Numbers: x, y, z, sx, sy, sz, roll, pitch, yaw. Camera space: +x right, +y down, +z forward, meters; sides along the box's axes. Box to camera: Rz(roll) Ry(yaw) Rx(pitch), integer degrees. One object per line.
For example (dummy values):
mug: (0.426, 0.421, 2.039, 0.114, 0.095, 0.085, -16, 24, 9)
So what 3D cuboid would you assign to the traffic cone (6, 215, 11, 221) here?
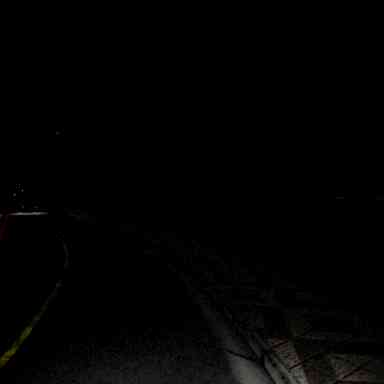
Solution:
traffic cone: (-14.066, 2.230, 25.274, 0.340, 0.580, 0.340, 0, -1, -28)

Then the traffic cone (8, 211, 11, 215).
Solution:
traffic cone: (-16.387, 2.259, 29.703, 0.340, 0.580, 0.340, 0, -1, -28)

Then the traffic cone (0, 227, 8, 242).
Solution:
traffic cone: (-9.428, 2.151, 16.414, 0.340, 0.580, 0.340, 0, -1, -28)

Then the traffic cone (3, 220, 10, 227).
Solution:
traffic cone: (-11.747, 2.192, 20.844, 0.340, 0.580, 0.340, 0, -1, -28)

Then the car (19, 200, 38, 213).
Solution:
car: (-21.524, 1.876, 43.647, 1.837, 1.490, 4.892, 1, -1, -33)
